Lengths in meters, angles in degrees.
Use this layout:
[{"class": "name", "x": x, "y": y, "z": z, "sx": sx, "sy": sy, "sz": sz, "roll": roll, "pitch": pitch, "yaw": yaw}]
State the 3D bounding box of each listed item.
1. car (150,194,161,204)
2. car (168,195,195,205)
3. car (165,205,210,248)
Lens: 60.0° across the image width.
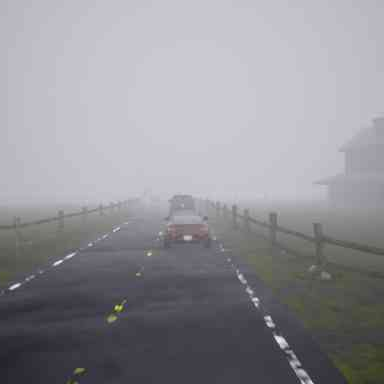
[{"class": "car", "x": -7.575, "y": 1.418, "z": 68.854, "sx": 2.150, "sy": 2.045, "sz": 5.566, "roll": 0, "pitch": 0, "yaw": -8}, {"class": "car", "x": -0.904, "y": 1.274, "z": 29.748, "sx": 2.150, "sy": 2.045, "sz": 5.566, "roll": 0, "pitch": 0, "yaw": -3}, {"class": "car", "x": -0.225, "y": 1.537, "z": 14.692, "sx": 1.812, "sy": 1.442, "sz": 4.674, "roll": 0, "pitch": 0, "yaw": -2}]
